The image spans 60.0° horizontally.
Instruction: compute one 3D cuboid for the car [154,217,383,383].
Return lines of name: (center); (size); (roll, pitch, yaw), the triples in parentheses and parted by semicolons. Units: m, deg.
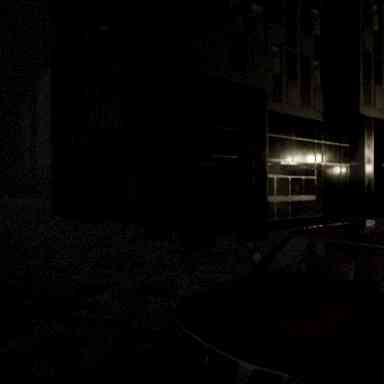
car: (2.053, 1.302, 3.978); (5.009, 1.841, 2.192); (0, 0, -35)
